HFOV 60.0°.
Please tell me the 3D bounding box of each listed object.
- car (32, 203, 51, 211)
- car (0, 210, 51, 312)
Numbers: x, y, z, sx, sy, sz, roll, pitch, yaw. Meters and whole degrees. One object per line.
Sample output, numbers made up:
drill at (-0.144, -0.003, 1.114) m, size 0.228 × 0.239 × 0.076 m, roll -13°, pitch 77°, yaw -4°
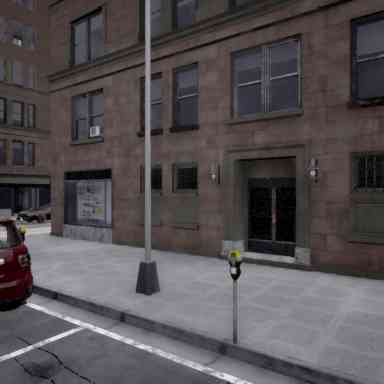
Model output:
car at (-10.254, 1.503, 25.184) m, size 2.033 × 1.411 × 5.357 m, roll 0°, pitch 0°, yaw 36°
car at (-5.082, 1.315, 6.423) m, size 5.009 × 1.841 × 2.192 m, roll 0°, pitch 0°, yaw 35°
